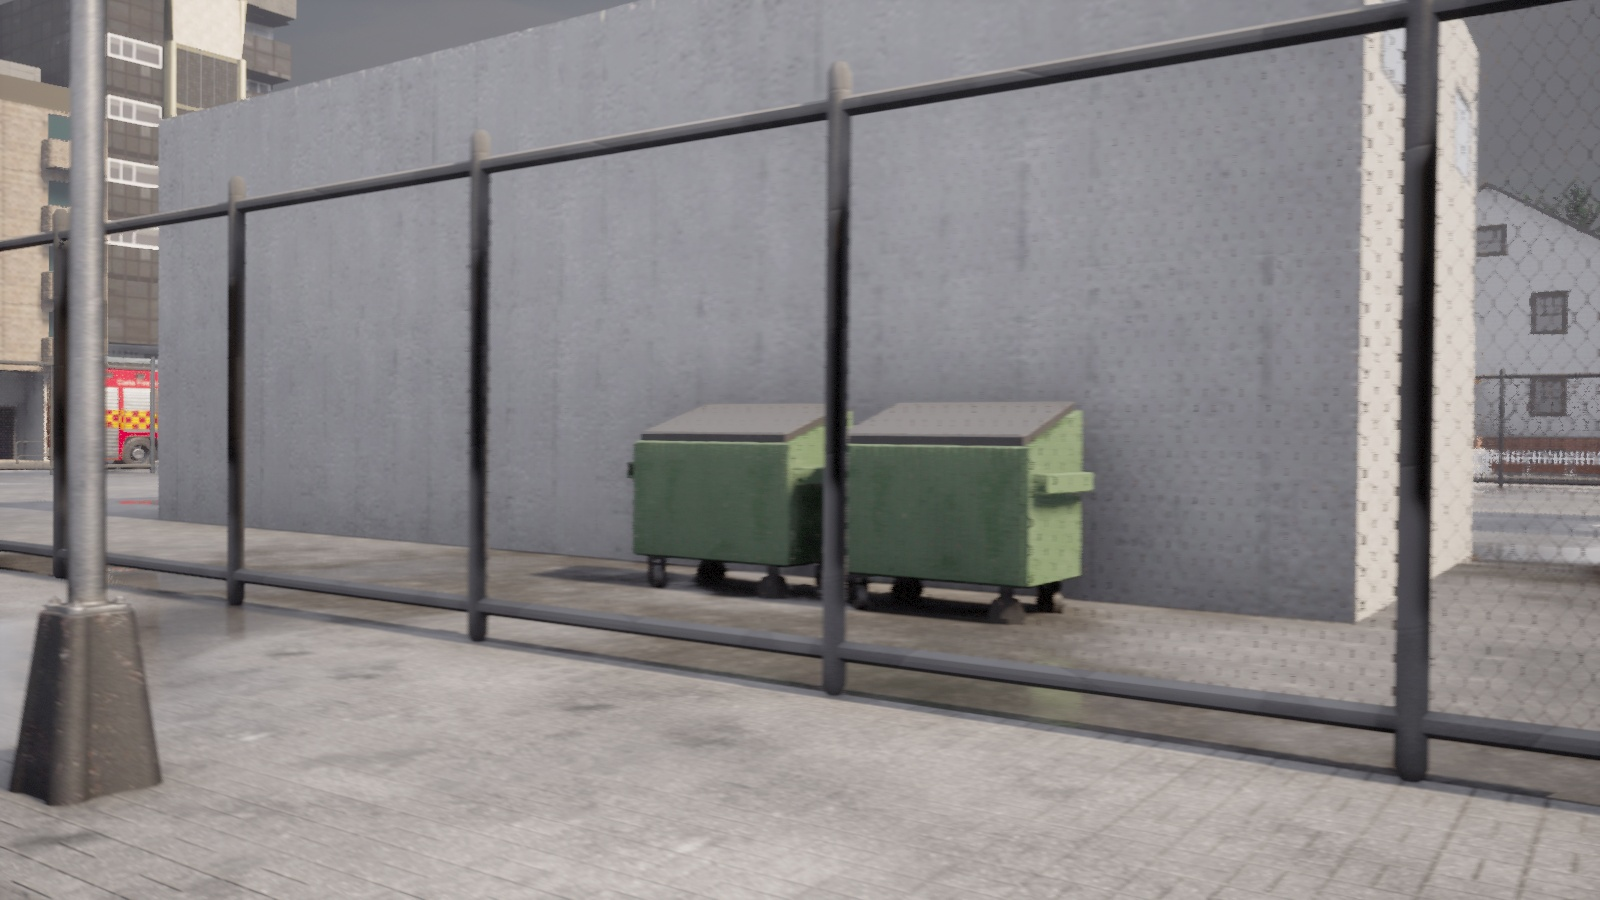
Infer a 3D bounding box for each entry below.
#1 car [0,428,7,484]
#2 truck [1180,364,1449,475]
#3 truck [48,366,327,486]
[{"bbox_3d":[-28.515,0.228,41.074,1.905,1.878,3.866,0,1,34],"label":"car"},{"bbox_3d":[17.315,-0.982,42.570,7.936,3.462,2.891,0,1,37],"label":"truck"},{"bbox_3d":[-21.380,-0.842,44.426,2.891,3.827,8.468,0,1,35],"label":"truck"}]
